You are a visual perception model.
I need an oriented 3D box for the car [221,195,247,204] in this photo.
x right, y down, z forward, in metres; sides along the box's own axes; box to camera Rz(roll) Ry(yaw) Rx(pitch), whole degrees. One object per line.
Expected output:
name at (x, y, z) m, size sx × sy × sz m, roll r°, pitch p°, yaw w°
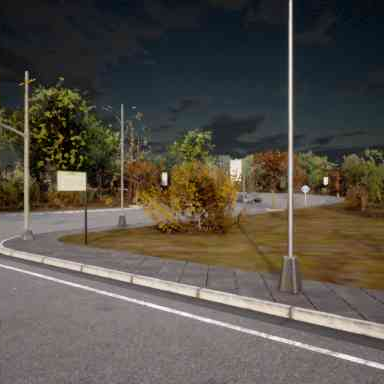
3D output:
car at (7.400, 1.306, 57.835) m, size 2.033 × 1.411 × 5.357 m, roll 0°, pitch 1°, yaw 37°

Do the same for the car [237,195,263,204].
car at (10.152, 1.216, 55.674) m, size 2.128 × 1.511 × 4.902 m, roll 0°, pitch 1°, yaw 37°
